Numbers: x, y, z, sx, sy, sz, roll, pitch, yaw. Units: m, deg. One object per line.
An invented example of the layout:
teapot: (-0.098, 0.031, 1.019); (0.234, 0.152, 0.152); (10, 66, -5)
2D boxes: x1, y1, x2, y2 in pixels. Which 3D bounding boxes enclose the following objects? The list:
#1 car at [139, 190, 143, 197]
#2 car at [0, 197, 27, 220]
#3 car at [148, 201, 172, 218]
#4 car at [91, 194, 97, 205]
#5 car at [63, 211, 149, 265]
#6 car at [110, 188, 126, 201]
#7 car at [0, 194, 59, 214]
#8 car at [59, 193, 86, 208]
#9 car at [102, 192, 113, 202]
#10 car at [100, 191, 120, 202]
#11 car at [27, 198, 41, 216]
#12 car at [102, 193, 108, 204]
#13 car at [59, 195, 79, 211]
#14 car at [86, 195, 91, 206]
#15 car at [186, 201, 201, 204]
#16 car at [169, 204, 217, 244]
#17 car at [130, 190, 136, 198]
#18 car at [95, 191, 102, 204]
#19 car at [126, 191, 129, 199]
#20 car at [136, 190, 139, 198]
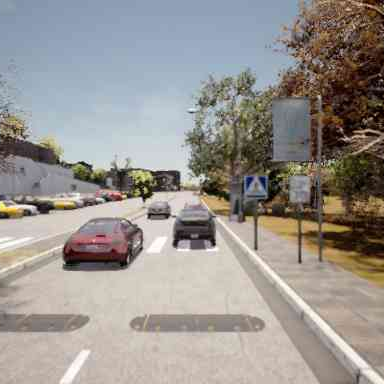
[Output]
car: (-16.770, 0.828, 90.679); (4.892, 1.521, 2.231); (-1, 0, -20)
car: (-17.000, 1.499, 27.573); (5.366, 1.575, 1.946); (-1, 0, -20)
car: (-2.888, 1.553, 29.952); (2.033, 1.411, 5.357); (0, 0, 0)
car: (-16.809, 1.413, 48.672); (4.674, 1.452, 2.002); (-1, 0, -20)
car: (-2.895, 1.569, 11.657); (1.994, 1.385, 4.181); (0, 0, 0)
car: (-16.767, 0.855, 66.686); (5.566, 2.045, 2.435); (-1, 1, -20)
car: (-16.799, 1.238, 33.665); (5.566, 2.045, 2.435); (-1, 0, -20)
car: (-16.841, 1.181, 42.645); (5.566, 2.045, 2.435); (-1, 1, -20)
car: (-16.790, 1.245, 57.671); (5.008, 1.535, 2.097); (-1, 1, -20)
car: (-16.765, 1.180, 63.687); (4.792, 1.488, 2.163); (-1, 1, -20)
car: (-16.829, 1.535, 30.646); (4.674, 1.452, 2.002); (-1, 0, -20)
car: (-16.803, 1.330, 54.671); (4.674, 1.452, 2.002); (-1, 1, -20)
car: (-16.643, 1.449, 39.720); (5.366, 1.575, 1.946); (-1, 0, -20)
car: (-16.835, 1.432, 45.647); (4.792, 1.488, 2.163); (-1, 1, -20)
car: (0.114, 1.597, 33.694); (1.895, 1.301, 4.718); (0, 0, 0)
car: (0.107, 1.512, 15.743); (1.837, 1.490, 4.892); (0, 0, 0)
car: (-16.803, 0.695, 78.655); (5.566, 2.045, 2.435); (-1, 1, -20)
car: (-16.835, 1.206, 51.658); (4.553, 1.767, 2.185); (-1, 1, -20)
car: (-16.610, 1.056, 69.741); (5.366, 1.575, 1.946); (-1, 1, -20)
car: (-16.740, 0.755, 84.682); (4.553, 1.767, 2.185); (-1, 1, -20)
